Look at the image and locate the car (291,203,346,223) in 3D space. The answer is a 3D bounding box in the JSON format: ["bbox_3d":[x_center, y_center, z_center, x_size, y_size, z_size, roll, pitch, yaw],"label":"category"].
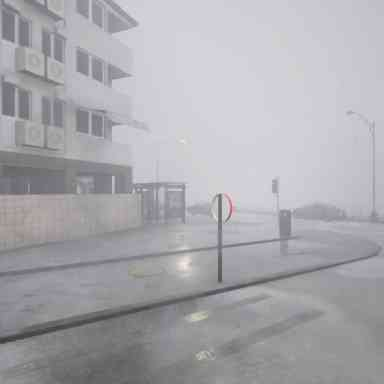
[{"bbox_3d":[9.774,1.564,26.014,1.994,1.385,4.181,0,0,-35],"label":"car"}]

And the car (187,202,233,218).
[{"bbox_3d":[1.551,1.601,30.462,1.895,1.301,4.718,0,0,-35],"label":"car"}]

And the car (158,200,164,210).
[{"bbox_3d":[-4.634,1.547,39.153,2.033,1.411,5.357,0,0,-36],"label":"car"}]
